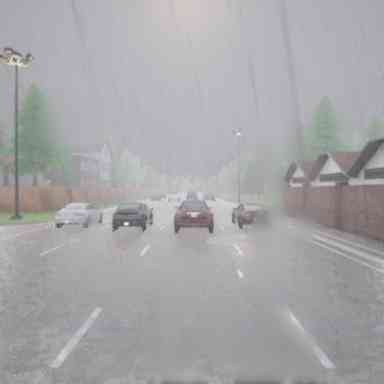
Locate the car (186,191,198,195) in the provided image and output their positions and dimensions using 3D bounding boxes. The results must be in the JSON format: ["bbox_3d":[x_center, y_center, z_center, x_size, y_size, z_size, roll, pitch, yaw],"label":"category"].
[{"bbox_3d":[-0.015,0.804,65.737,2.150,2.045,5.566,0,0,0],"label":"car"}]

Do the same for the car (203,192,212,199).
[{"bbox_3d":[3.483,0.842,76.127,1.882,1.535,5.008,0,0,0],"label":"car"}]

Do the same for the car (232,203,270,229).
[{"bbox_3d":[3.581,1.394,20.646,1.812,1.442,4.674,0,0,0],"label":"car"}]

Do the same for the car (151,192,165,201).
[{"bbox_3d":[-7.015,1.129,65.708,2.033,1.411,5.357,0,0,0],"label":"car"}]

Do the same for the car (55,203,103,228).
[{"bbox_3d":[-6.919,1.393,20.658,1.812,1.442,4.674,0,0,0],"label":"car"}]

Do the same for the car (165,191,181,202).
[{"bbox_3d":[-3.515,0.804,65.736,2.150,2.045,5.566,0,0,0],"label":"car"}]

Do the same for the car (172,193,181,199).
[{"bbox_3d":[-3.517,0.916,76.126,1.994,1.385,4.181,0,0,0],"label":"car"}]

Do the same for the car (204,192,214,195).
[{"bbox_3d":[3.485,0.931,66.094,2.097,1.767,4.553,0,0,0],"label":"car"}]

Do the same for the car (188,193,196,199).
[{"bbox_3d":[-0.017,0.959,76.157,1.895,1.301,4.718,0,0,0],"label":"car"}]

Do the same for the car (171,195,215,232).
[{"bbox_3d":[0.096,1.228,19.329,2.097,1.767,4.553,0,0,0],"label":"car"}]

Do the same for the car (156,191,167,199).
[{"bbox_3d":[-7.017,0.719,76.094,2.097,1.767,4.553,0,0,0],"label":"car"}]

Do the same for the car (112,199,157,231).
[{"bbox_3d":[-3.405,1.379,19.683,1.837,1.490,4.892,0,0,0],"label":"car"}]
